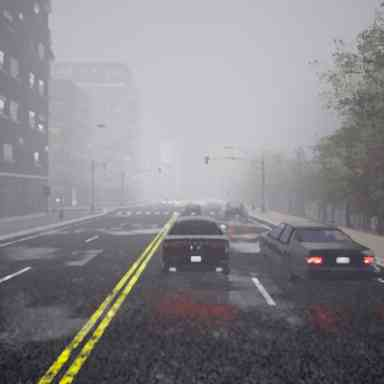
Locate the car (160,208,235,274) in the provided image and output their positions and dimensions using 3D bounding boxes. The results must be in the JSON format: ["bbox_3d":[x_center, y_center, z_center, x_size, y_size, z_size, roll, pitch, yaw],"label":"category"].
[{"bbox_3d":[0.098,1.504,10.682,1.882,1.535,5.008,0,0,0],"label":"car"}]

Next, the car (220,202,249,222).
[{"bbox_3d":[3.345,1.561,26.834,2.128,1.511,4.902,0,0,0],"label":"car"}]

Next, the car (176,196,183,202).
[{"bbox_3d":[-3.264,1.808,88.222,2.033,1.411,5.357,0,0,0],"label":"car"}]

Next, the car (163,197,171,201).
[{"bbox_3d":[-6.514,1.863,88.191,1.895,1.301,4.718,0,0,0],"label":"car"}]

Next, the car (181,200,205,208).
[{"bbox_3d":[0.095,1.635,27.254,1.994,1.385,4.181,0,0,0],"label":"car"}]

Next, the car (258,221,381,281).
[{"bbox_3d":[3.348,1.572,9.888,2.033,1.411,5.357,0,0,0],"label":"car"}]
